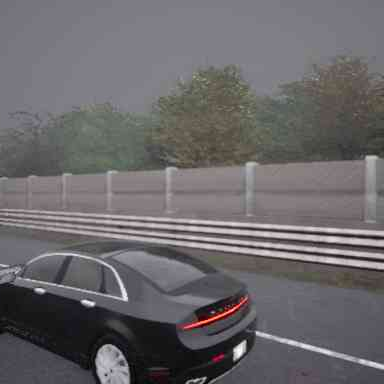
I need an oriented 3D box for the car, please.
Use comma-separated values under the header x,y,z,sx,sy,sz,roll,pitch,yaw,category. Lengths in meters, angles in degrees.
x,y,z,sx,sy,sz,roll,pitch,yaw,category
-1.450,1.504,5.056,4.892,1.490,1.837,-1,0,36,car
